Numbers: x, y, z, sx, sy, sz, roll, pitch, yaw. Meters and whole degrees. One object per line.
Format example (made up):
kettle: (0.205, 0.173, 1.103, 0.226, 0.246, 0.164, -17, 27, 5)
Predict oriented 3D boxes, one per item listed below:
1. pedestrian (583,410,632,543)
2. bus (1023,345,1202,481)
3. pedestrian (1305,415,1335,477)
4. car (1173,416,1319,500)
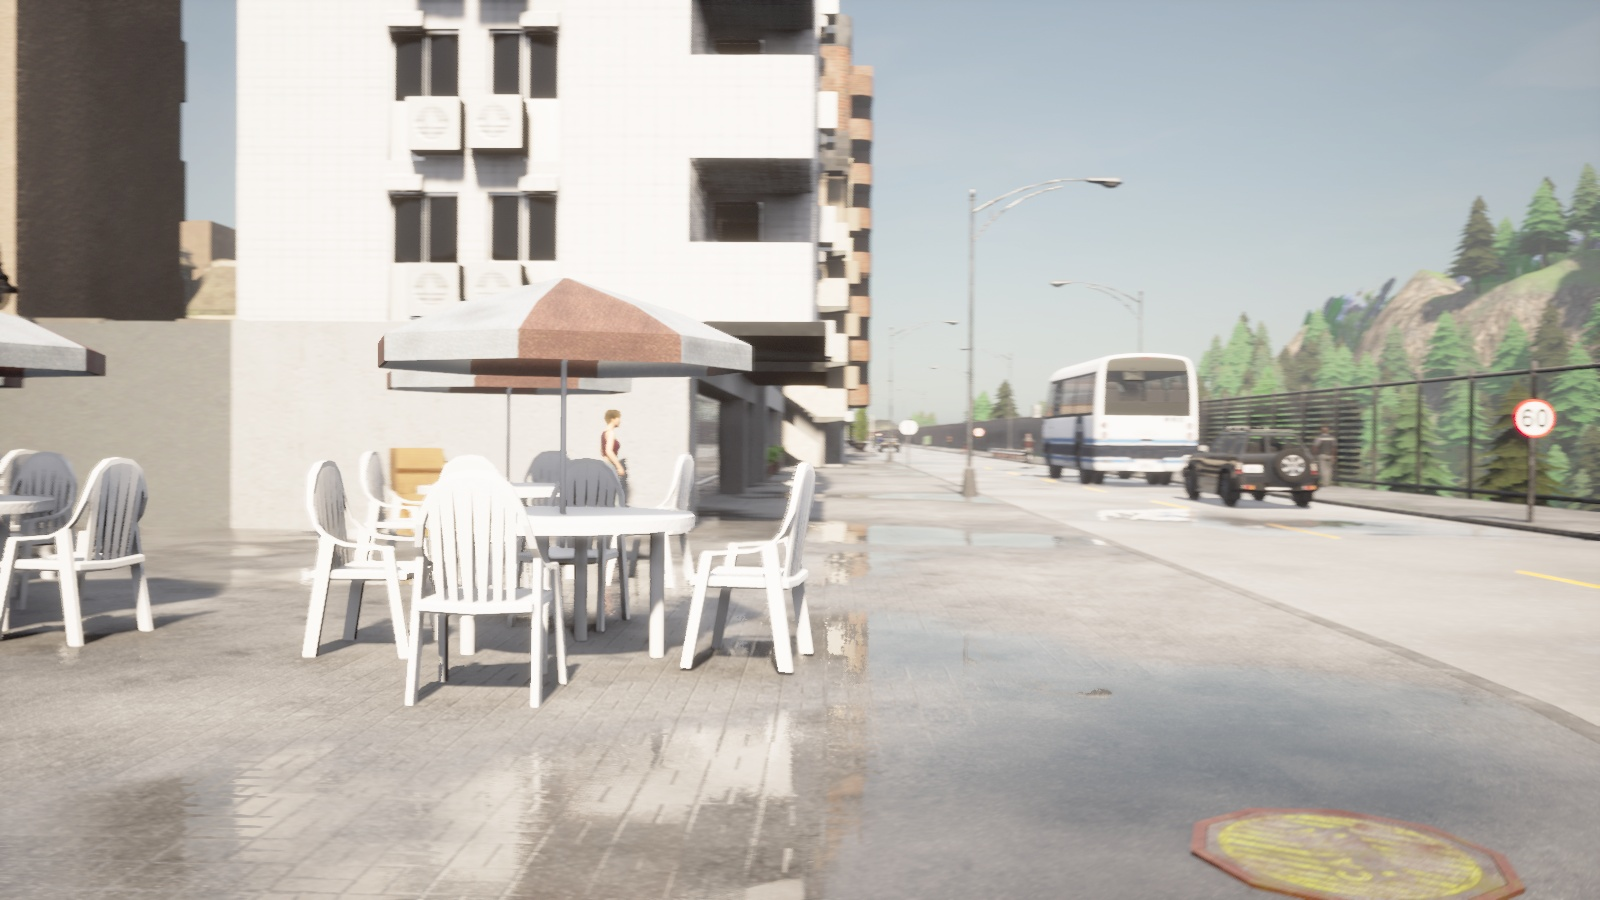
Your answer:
pedestrian: (-2.692, 0.362, 17.537, 0.594, 1.836, 0.345, -1, 1, -21)
bus: (10.802, -1.227, 44.837, 3.944, 4.253, 10.273, -1, 1, 1)
pedestrian: (15.935, -0.132, 38.508, 0.563, 1.883, 0.849, -1, 1, 2)
car: (10.579, 0.139, 30.176, 1.932, 1.855, 4.605, -1, 1, 1)
